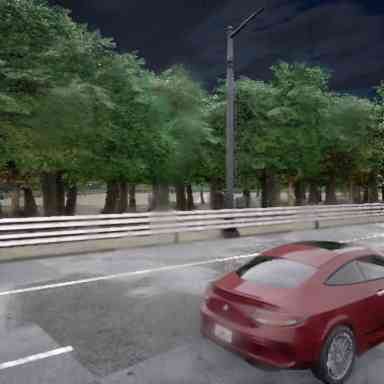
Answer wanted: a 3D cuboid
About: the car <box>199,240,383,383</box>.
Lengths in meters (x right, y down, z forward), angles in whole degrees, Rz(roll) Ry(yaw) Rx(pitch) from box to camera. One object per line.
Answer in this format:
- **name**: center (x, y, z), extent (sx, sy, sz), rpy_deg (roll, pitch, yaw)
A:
- **car**: center (2.251, 1.522, 5.320), extent (4.674, 1.442, 1.812), rpy_deg (0, 0, -35)
